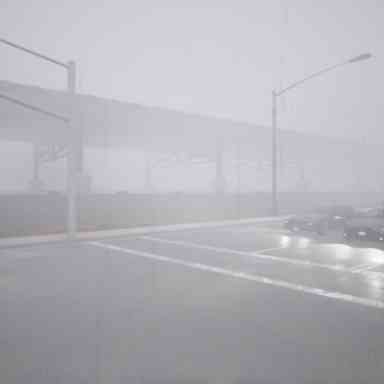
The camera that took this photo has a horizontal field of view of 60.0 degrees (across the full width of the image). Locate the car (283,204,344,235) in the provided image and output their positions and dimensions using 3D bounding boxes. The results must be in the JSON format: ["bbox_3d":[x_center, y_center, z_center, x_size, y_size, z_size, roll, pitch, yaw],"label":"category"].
[{"bbox_3d":[7.237,1.379,17.748,5.357,1.411,2.033,-1,1,-35],"label":"car"}]

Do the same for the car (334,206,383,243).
[{"bbox_3d":[8.292,1.412,14.198,4.181,1.385,1.994,-1,1,-35],"label":"car"}]
